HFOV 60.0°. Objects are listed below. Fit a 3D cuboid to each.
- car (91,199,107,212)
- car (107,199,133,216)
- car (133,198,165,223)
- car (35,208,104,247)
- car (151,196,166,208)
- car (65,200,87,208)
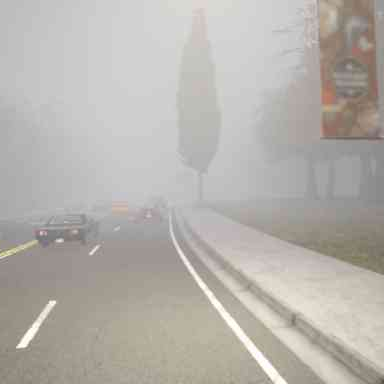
[{"bbox_3d":[-10.974,1.600,40.830,1.882,1.535,5.008,-2,0,-4],"label":"car"},{"bbox_3d":[-7.052,1.507,34.043,1.882,1.535,5.008,-2,0,-4],"label":"car"},{"bbox_3d":[-3.187,1.473,25.442,1.812,1.442,4.674,-2,0,-4],"label":"car"},{"bbox_3d":[-5.592,1.664,15.624,1.895,1.301,4.718,-2,0,-6],"label":"car"},{"bbox_3d":[-4.422,1.276,42.359,2.097,1.767,4.553,-2,0,-3],"label":"car"},{"bbox_3d":[-14.237,1.745,41.024,1.812,1.442,4.674,-2,0,-4],"label":"car"}]
